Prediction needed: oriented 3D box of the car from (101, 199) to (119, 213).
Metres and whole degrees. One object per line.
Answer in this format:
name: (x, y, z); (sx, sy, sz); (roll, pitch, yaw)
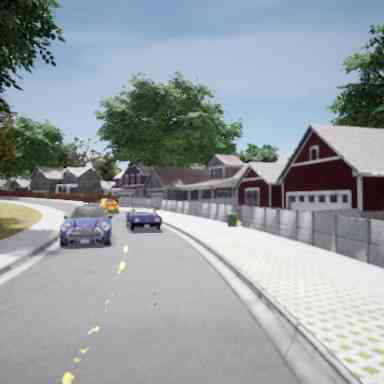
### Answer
car: (-9.677, 1.530, 37.479); (1.882, 1.535, 5.008); (1, 0, -27)

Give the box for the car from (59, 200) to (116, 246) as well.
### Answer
car: (-4.816, 1.420, 15.630); (2.097, 1.767, 4.553); (0, 0, -13)

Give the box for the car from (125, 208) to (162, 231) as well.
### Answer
car: (-3.273, 1.696, 21.699); (1.895, 1.301, 4.718); (0, 0, -16)
